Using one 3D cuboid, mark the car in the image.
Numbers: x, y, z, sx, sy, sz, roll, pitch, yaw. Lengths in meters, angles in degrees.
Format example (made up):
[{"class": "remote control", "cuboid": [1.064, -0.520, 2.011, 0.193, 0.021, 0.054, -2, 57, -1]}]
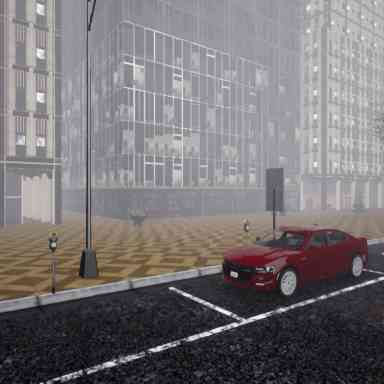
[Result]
[{"class": "car", "cuboid": [2.743, 1.545, 8.529, 4.507, 1.381, 1.887, 0, 0, -36]}]
